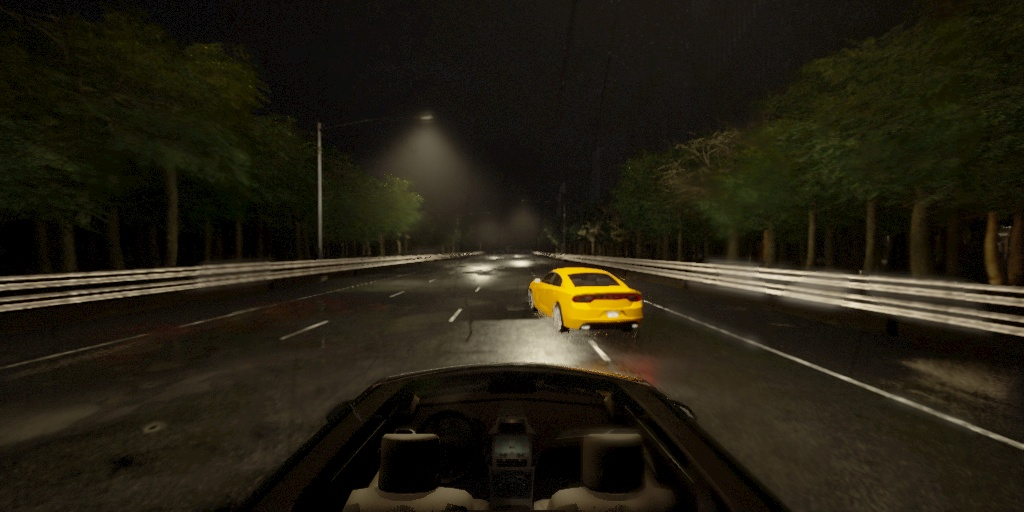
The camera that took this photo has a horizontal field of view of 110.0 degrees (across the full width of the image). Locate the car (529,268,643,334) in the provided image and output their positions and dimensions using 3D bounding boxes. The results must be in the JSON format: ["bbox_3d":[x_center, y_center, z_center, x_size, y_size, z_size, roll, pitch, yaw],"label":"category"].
[{"bbox_3d":[1.801,1.071,10.248,1.882,1.535,5.008,0,1,-9],"label":"car"}]
